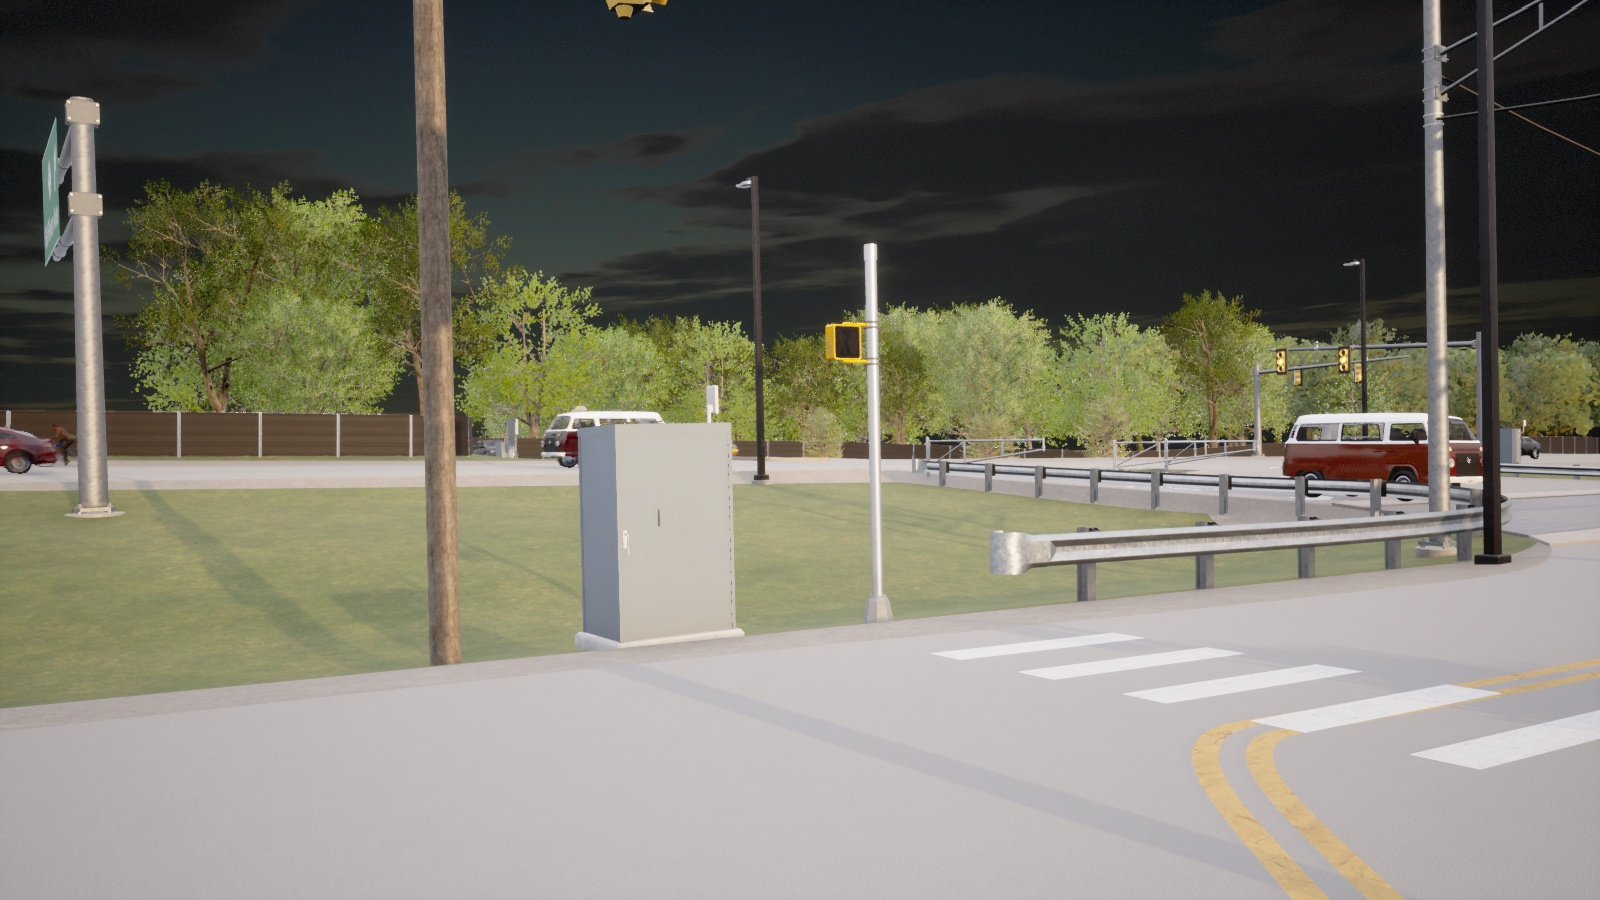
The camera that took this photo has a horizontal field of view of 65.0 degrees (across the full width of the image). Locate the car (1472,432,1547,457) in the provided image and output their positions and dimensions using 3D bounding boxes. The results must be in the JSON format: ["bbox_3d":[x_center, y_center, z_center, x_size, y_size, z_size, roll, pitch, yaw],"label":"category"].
[{"bbox_3d":[44.698,-0.365,79.102,4.902,1.511,2.128,0,0,-33],"label":"car"}]

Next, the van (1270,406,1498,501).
[{"bbox_3d":[13.654,0.076,29.631,2.069,2.038,4.480,0,0,-30],"label":"van"}]

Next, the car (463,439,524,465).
[{"bbox_3d":[-19.427,0.126,79.413,2.128,1.511,4.902,-2,0,-34],"label":"car"}]

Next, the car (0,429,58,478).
[{"bbox_3d":[-24.841,0.114,37.336,4.674,1.442,1.812,-1,0,-33],"label":"car"}]

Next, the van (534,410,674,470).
[{"bbox_3d":[-6.981,-0.344,44.949,4.480,2.038,2.069,0,0,-35],"label":"van"}]
